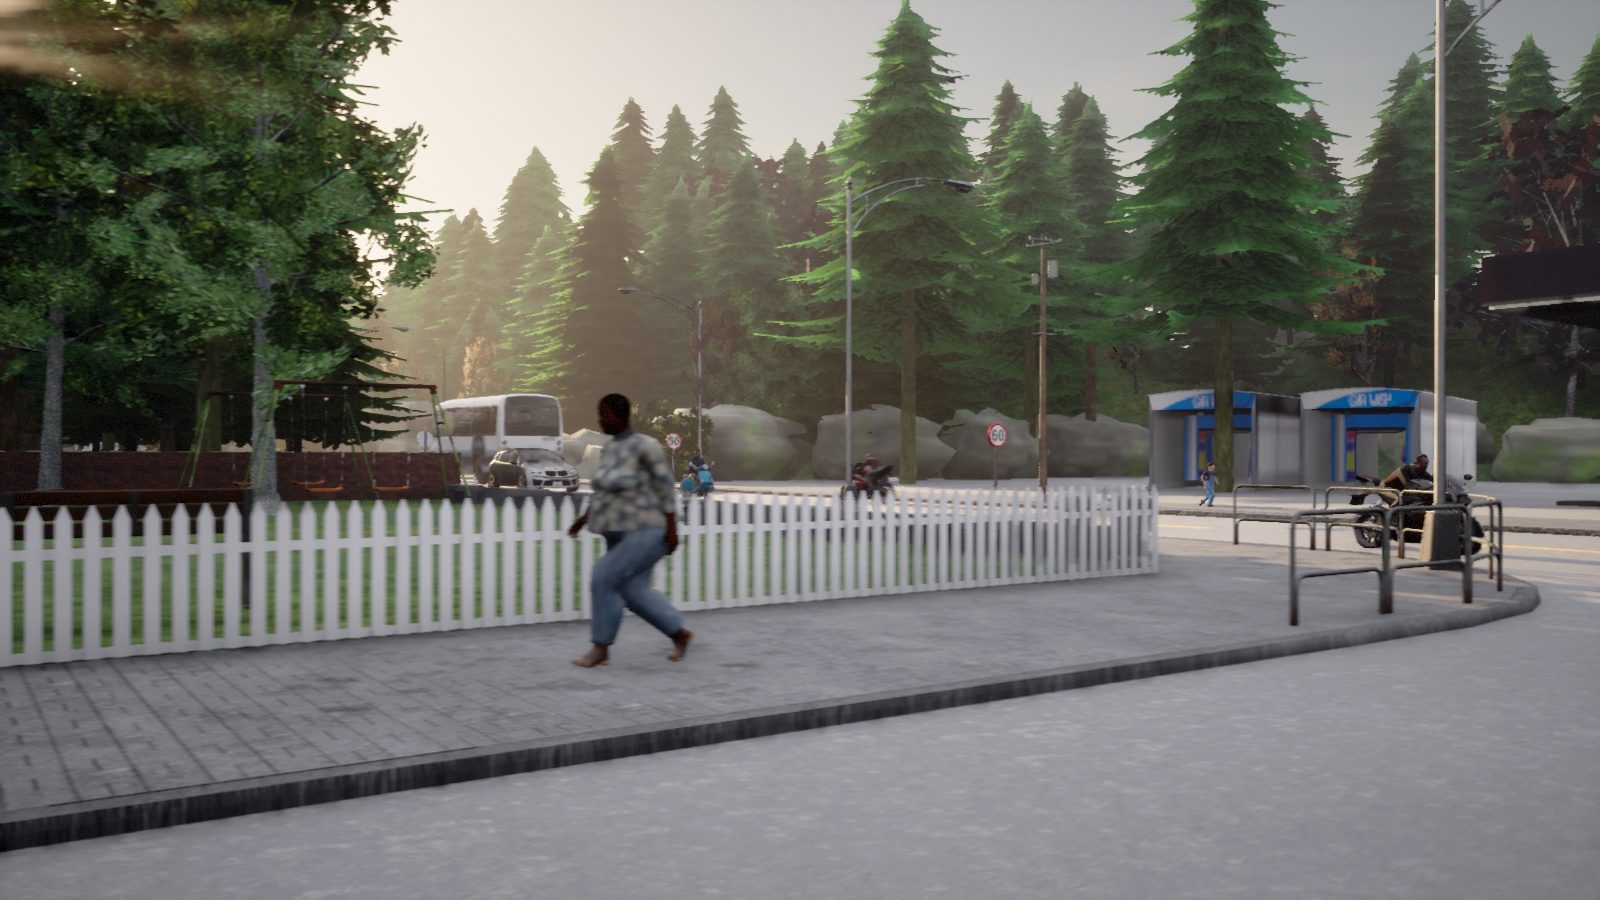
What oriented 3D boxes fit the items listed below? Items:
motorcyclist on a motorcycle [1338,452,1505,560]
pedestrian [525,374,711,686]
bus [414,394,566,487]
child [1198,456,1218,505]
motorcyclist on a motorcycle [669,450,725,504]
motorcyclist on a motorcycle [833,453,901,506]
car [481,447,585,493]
[{"bbox_3d":[9.446,0.807,19.179,0.866,1.530,2.191,-1,0,-26],"label":"motorcyclist on a motorcycle"},{"bbox_3d":[-1.181,0.477,8.090,0.900,1.855,0.874,0,0,-32],"label":"pedestrian"},{"bbox_3d":[-15.640,-0.446,62.589,3.944,4.253,10.273,0,0,-35],"label":"bus"},{"bbox_3d":[10.710,0.792,32.969,0.270,1.263,0.437,0,0,-36],"label":"child"},{"bbox_3d":[-3.089,0.797,37.631,0.866,1.590,1.817,0,0,-35],"label":"motorcyclist on a motorcycle"},{"bbox_3d":[1.974,0.866,37.370,0.866,1.530,2.191,0,0,-35],"label":"motorcyclist on a motorcycle"},{"bbox_3d":[-10.217,0.728,47.828,2.242,1.667,4.611,0,0,-35],"label":"car"}]
